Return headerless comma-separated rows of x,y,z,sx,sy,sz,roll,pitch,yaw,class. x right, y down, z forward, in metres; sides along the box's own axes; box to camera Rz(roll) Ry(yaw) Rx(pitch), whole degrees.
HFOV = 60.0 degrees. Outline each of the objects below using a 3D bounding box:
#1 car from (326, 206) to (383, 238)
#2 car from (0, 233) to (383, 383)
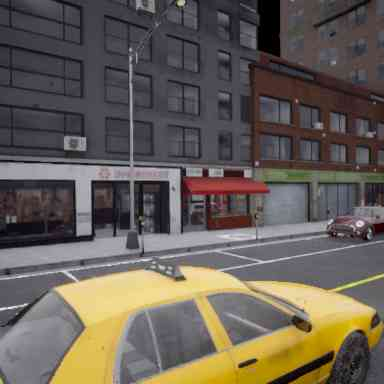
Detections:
8.456,1.435,16.440,4.097,1.590,1.967,0,-1,-35,car
-0.027,1.455,3.414,5.366,1.575,1.801,0,0,-36,car
